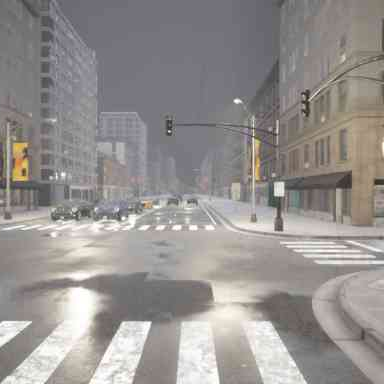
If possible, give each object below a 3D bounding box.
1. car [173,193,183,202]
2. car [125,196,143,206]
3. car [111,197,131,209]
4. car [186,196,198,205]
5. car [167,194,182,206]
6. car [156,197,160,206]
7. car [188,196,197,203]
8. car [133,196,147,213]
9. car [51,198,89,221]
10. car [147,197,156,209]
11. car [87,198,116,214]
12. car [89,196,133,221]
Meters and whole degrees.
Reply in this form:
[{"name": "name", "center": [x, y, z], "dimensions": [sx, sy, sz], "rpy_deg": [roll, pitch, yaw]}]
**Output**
[{"name": "car", "center": [-3.103, 1.206, 69.725], "dimensions": [2.150, 2.045, 5.566], "rpy_deg": [0, 0, 0]}, {"name": "car", "center": [-9.761, 1.483, 56.637], "dimensions": [2.128, 1.511, 4.902], "rpy_deg": [0, 0, 1]}, {"name": "car", "center": [-9.793, 1.521, 46.339], "dimensions": [1.812, 1.442, 4.674], "rpy_deg": [0, 0, 0]}, {"name": "car", "center": [0.050, 1.496, 57.895], "dimensions": [1.837, 1.490, 4.892], "rpy_deg": [0, 0, 0]}, {"name": "car", "center": [-3.103, 1.493, 55.978], "dimensions": [1.837, 1.490, 4.892], "rpy_deg": [0, -1, 0]}, {"name": "car", "center": [-6.518, 1.517, 55.612], "dimensions": [1.812, 1.442, 4.674], "rpy_deg": [0, 0, 1]}, {"name": "car", "center": [0.059, 1.512, 68.314], "dimensions": [1.812, 1.442, 4.674], "rpy_deg": [0, 0, 0]}, {"name": "car", "center": [-6.552, 1.490, 36.257], "dimensions": [2.128, 1.511, 4.902], "rpy_deg": [0, 0, 0]}, {"name": "car", "center": [-9.815, 1.352, 27.422], "dimensions": [2.097, 1.767, 4.553], "rpy_deg": [0, 0, 0]}, {"name": "car", "center": [-6.541, 1.473, 45.760], "dimensions": [1.882, 1.535, 5.008], "rpy_deg": [0, 0, 0]}, {"name": "car", "center": [-9.806, 1.503, 36.394], "dimensions": [1.837, 1.490, 4.892], "rpy_deg": [0, 0, 0]}, {"name": "car", "center": [-6.566, 1.352, 27.418], "dimensions": [2.097, 1.767, 4.553], "rpy_deg": [0, 0, 0]}]
